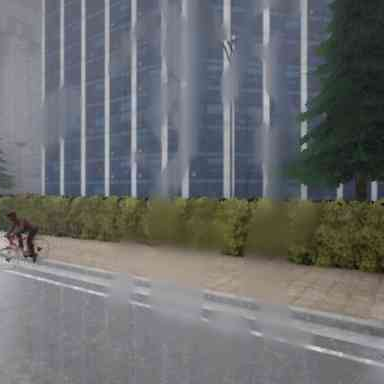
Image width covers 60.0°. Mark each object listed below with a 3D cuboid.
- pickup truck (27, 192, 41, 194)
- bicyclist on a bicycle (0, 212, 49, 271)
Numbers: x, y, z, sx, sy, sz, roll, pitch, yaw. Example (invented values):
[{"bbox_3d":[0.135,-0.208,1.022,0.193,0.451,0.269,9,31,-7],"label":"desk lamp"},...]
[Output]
[{"bbox_3d":[-33.617,1.013,72.137,6.274,2.098,2.390,0,0,-26],"label":"pickup truck"},{"bbox_3d":[-4.976,1.363,9.716,0.582,1.620,1.656,0,9,34],"label":"bicyclist on a bicycle"}]
